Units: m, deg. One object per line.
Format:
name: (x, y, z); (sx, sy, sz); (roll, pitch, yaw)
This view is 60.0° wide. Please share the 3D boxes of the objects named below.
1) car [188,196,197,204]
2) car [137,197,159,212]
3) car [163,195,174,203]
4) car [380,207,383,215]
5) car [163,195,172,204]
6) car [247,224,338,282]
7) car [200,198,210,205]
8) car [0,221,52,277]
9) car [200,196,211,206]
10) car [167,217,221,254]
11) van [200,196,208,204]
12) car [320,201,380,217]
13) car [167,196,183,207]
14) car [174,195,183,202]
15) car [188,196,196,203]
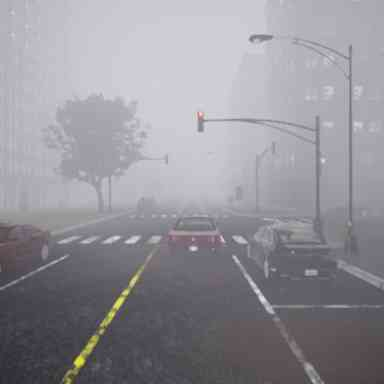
car: (0.018, 1.970, 71.840); (1.895, 1.301, 4.718); (0, 0, 0)
car: (-5.681, 1.527, 42.077); (2.192, 1.841, 5.009); (0, 0, 0)
car: (-5.671, 1.752, 80.736); (2.192, 1.841, 5.009); (0, 0, 0)
car: (18.830, 1.381, 29.143); (4.829, 1.417, 1.752); (-1, 1, -1)
car: (-5.672, 1.968, 75.213); (1.947, 1.339, 4.313); (0, 0, 0)
car: (2.692, 1.596, 9.685); (2.008, 1.369, 4.403); (0, 0, 0)
car: (2.707, 1.895, 69.857); (1.752, 1.417, 4.829); (0, 0, 0)
car: (-5.688, 1.590, 9.688); (1.887, 1.381, 4.507); (0, 0, 0)
car: (2.706, 1.901, 64.164); (1.947, 1.339, 4.313); (0, 0, 0)
car: (0.189, 1.665, 13.684); (1.895, 1.301, 4.718); (0, 0, 3)
van: (2.708, 1.743, 75.211); (1.690, 1.788, 3.998); (0, 0, 0)
car: (13.433, 1.482, 29.089); (4.403, 1.369, 2.008); (-1, 1, -1)
car: (-3.042, 1.836, 59.793); (1.812, 1.442, 4.674); (0, 0, 1)
car: (-2.980, 1.497, 75.572); (1.882, 1.535, 5.008); (0, 0, 0)
car: (0.022, 1.818, 81.818); (1.812, 1.442, 4.674); (0, 0, 0)
